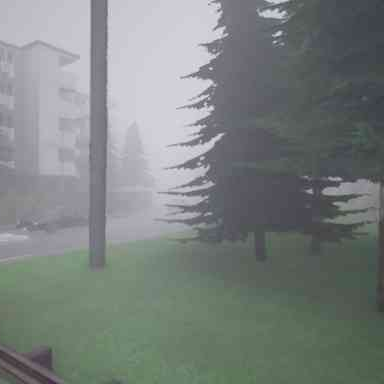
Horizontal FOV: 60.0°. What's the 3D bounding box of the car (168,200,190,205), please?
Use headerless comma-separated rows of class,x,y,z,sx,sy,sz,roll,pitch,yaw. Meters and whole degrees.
car,-1.539,1.473,37.297,2.033,1.411,5.357,1,0,6

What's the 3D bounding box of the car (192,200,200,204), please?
car,1.335,1.377,49.883,1.837,1.490,4.892,0,0,-13

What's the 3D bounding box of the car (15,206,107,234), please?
car,-7.470,1.532,19.733,2.033,1.411,5.357,1,0,29

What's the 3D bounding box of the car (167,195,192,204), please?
car,-2.278,1.271,59.379,2.128,1.511,4.902,0,0,-32
